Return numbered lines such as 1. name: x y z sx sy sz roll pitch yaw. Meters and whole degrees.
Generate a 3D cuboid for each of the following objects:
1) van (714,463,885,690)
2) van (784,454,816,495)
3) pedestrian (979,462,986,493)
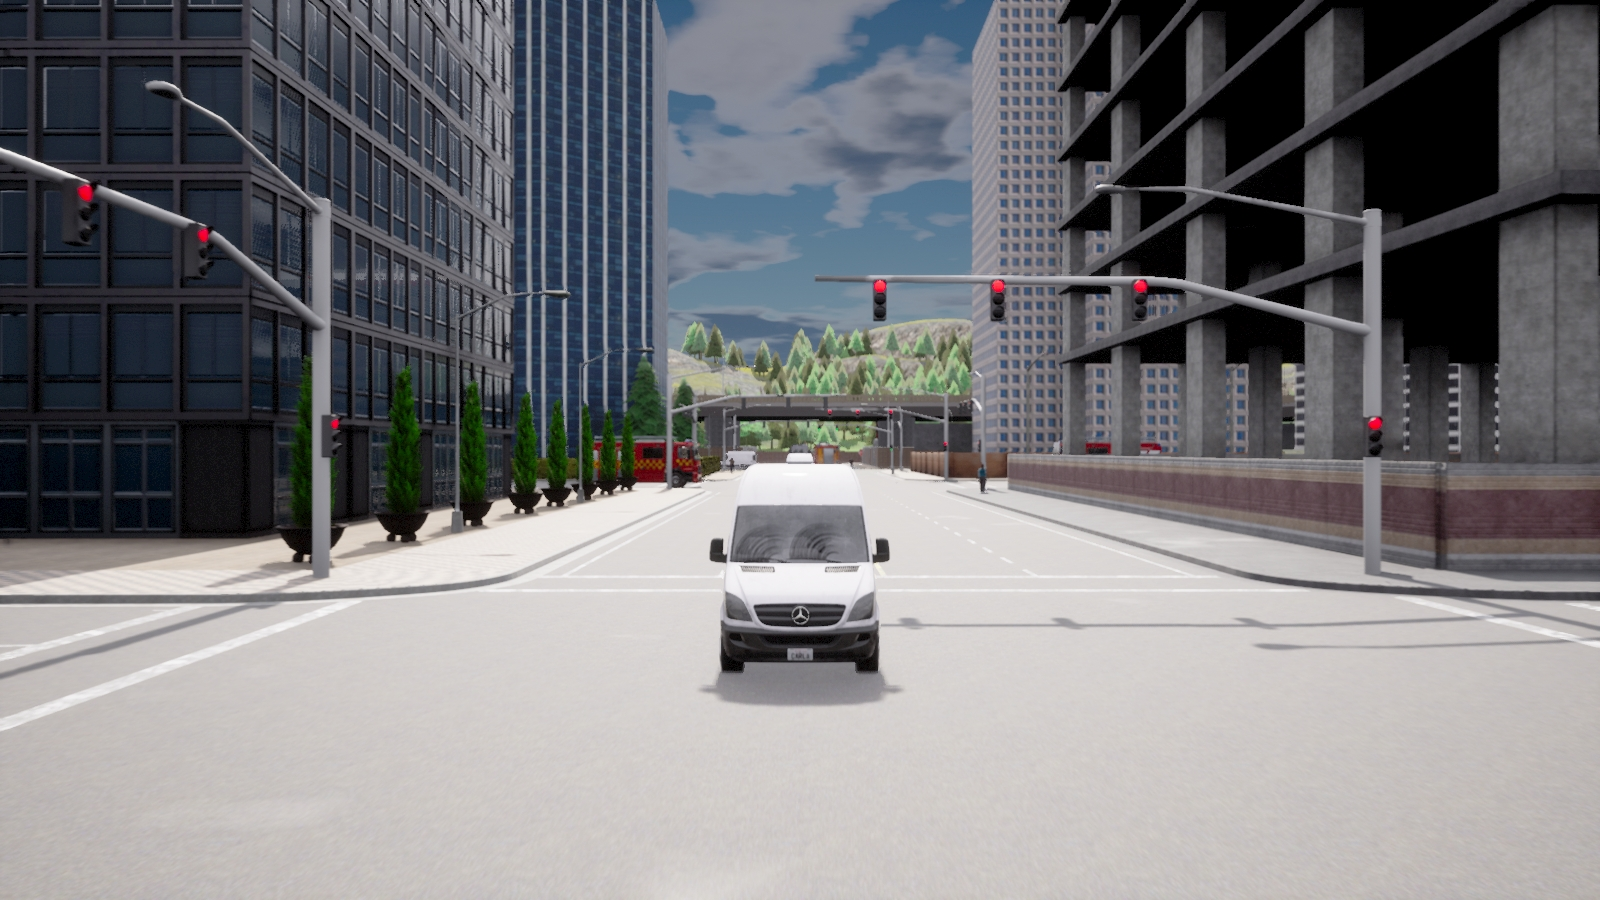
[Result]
1. van: -0.007 1.503 16.220 1.988 2.561 5.915 0 0 0
2. van: -0.015 1.530 74.908 1.988 2.561 5.915 0 0 0
3. pedestrian: 11.121 1.691 69.651 0.375 1.860 0.375 0 0 2
